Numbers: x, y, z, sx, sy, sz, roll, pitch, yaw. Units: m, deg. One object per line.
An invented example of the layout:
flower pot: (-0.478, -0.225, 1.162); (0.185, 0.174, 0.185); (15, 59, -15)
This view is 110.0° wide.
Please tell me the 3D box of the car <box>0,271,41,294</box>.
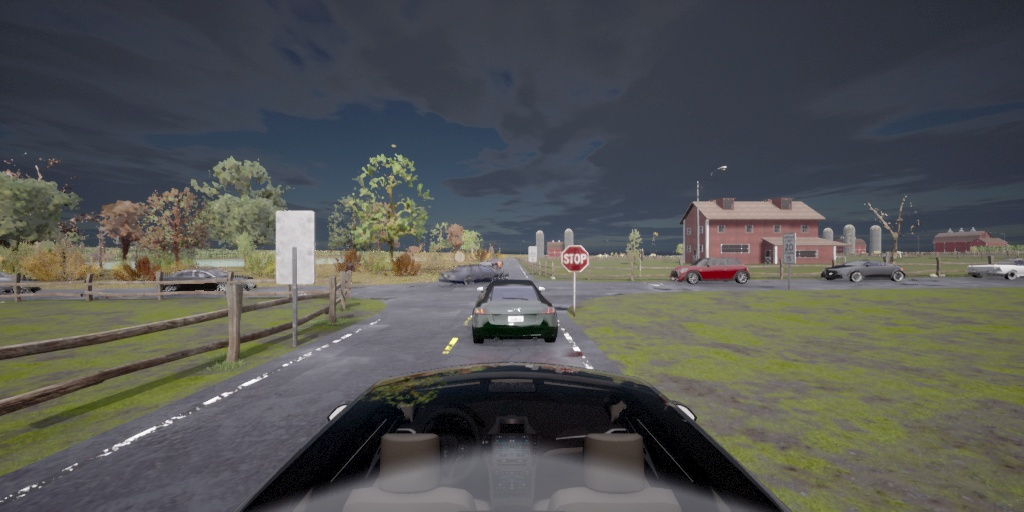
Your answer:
car: (-30.885, 1.658, 21.142); (4.902, 1.511, 2.128); (-1, 0, 3)

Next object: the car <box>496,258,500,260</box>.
car: (-2.760, 1.307, 46.831); (1.994, 1.385, 4.181); (0, 0, 1)

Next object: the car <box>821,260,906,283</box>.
car: (22.797, 0.950, 23.385); (4.181, 1.385, 1.994); (-1, 0, 1)

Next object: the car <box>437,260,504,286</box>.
car: (-2.578, 1.287, 24.988); (2.033, 1.411, 5.357); (0, 1, 44)

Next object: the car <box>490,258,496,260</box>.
car: (-2.791, 1.270, 37.853); (1.812, 1.442, 4.674); (0, 0, 0)

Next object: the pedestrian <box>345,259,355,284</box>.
pedestrian: (-12.122, 1.161, 26.731); (0.375, 1.860, 0.375); (0, 1, 1)

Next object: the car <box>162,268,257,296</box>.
car: (-17.562, 1.474, 20.829); (4.902, 1.511, 2.128); (-1, 0, 1)

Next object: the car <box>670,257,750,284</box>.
car: (12.851, 0.883, 23.531); (4.553, 1.767, 2.097); (-1, 0, 2)

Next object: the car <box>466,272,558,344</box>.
car: (-0.009, 1.312, 9.662); (1.994, 1.385, 4.181); (0, 0, -3)

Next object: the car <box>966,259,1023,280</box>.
car: (32.829, 0.838, 23.289); (4.718, 1.301, 1.895); (-1, 0, 1)

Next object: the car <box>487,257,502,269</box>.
car: (-2.723, 1.094, 56.561); (2.097, 1.767, 4.553); (0, 0, 1)
